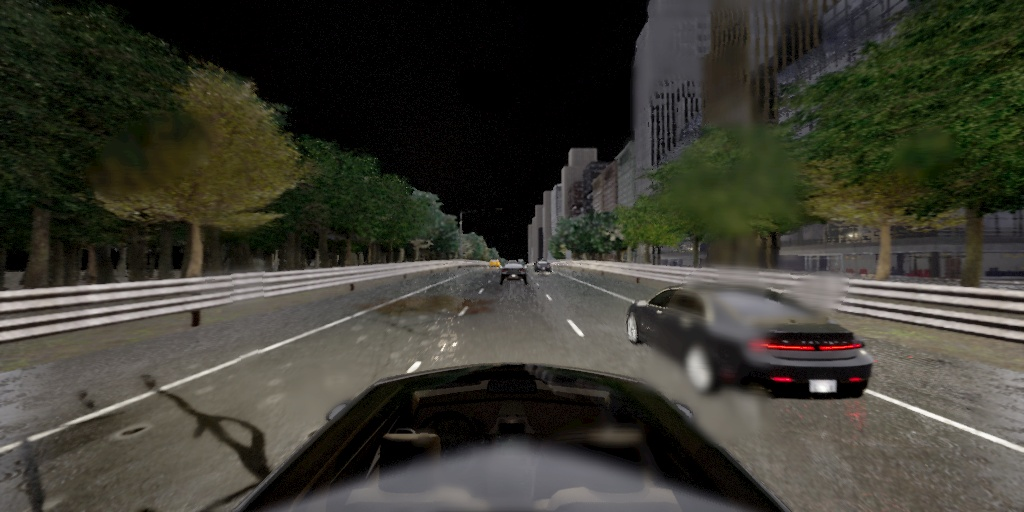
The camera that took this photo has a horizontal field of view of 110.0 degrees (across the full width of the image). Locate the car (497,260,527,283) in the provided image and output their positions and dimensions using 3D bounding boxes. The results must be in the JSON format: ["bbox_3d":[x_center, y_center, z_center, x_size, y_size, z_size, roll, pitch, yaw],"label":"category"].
[{"bbox_3d":[0.118,1.185,27.006,1.882,1.535,5.008,0,0,0],"label":"car"}]

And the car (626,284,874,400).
[{"bbox_3d":[3.603,1.253,6.573,1.837,1.490,4.892,0,0,0],"label":"car"}]

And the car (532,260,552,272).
[{"bbox_3d":[3.634,1.225,43.586,1.812,1.442,4.674,0,0,0],"label":"car"}]
